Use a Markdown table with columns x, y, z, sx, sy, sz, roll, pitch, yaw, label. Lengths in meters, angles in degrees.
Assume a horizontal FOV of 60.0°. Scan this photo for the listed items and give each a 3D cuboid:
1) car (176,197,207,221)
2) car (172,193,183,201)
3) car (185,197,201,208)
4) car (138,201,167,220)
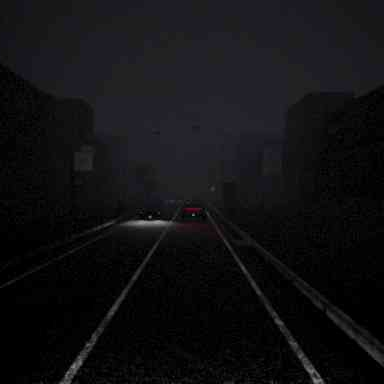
| x | y | z | sx | sy | sz | roll | pitch | yaw | label |
| --- | --- | --- | --- | --- | --- | --- | --- | --- | --- |
| 0.102 | 1.387 | 26.045 | 2.128 | 1.511 | 4.902 | 0 | 0 | 0 | car |
| -2.990 | 0.948 | 68.031 | 1.837 | 1.490 | 4.892 | 0 | 1 | 0 | car |
| 0.107 | 1.325 | 43.040 | 1.895 | 1.301 | 4.718 | 0 | 1 | 0 | car |
| -3.095 | 1.432 | 27.244 | 2.033 | 1.411 | 5.357 | 0 | 1 | 0 | car |
